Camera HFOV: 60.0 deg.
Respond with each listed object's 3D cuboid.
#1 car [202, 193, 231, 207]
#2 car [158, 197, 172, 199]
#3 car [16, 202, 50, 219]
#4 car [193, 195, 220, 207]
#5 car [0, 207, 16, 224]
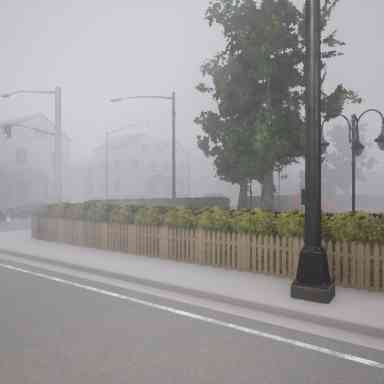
[{"bbox_3d":[3.548,1.221,48.156,2.150,2.045,5.566,0,0,35],"label":"car"},{"bbox_3d":[-3.789,1.478,43.918,1.882,1.535,5.008,0,0,35],"label":"car"},{"bbox_3d":[-14.016,1.564,29.263,1.994,1.385,4.181,0,0,35],"label":"car"},{"bbox_3d":[2.355,1.352,52.677,2.097,1.767,4.553,0,0,35],"label":"car"},{"bbox_3d":[-14.741,1.495,21.759,2.128,1.511,4.902,0,0,35],"label":"car"}]
